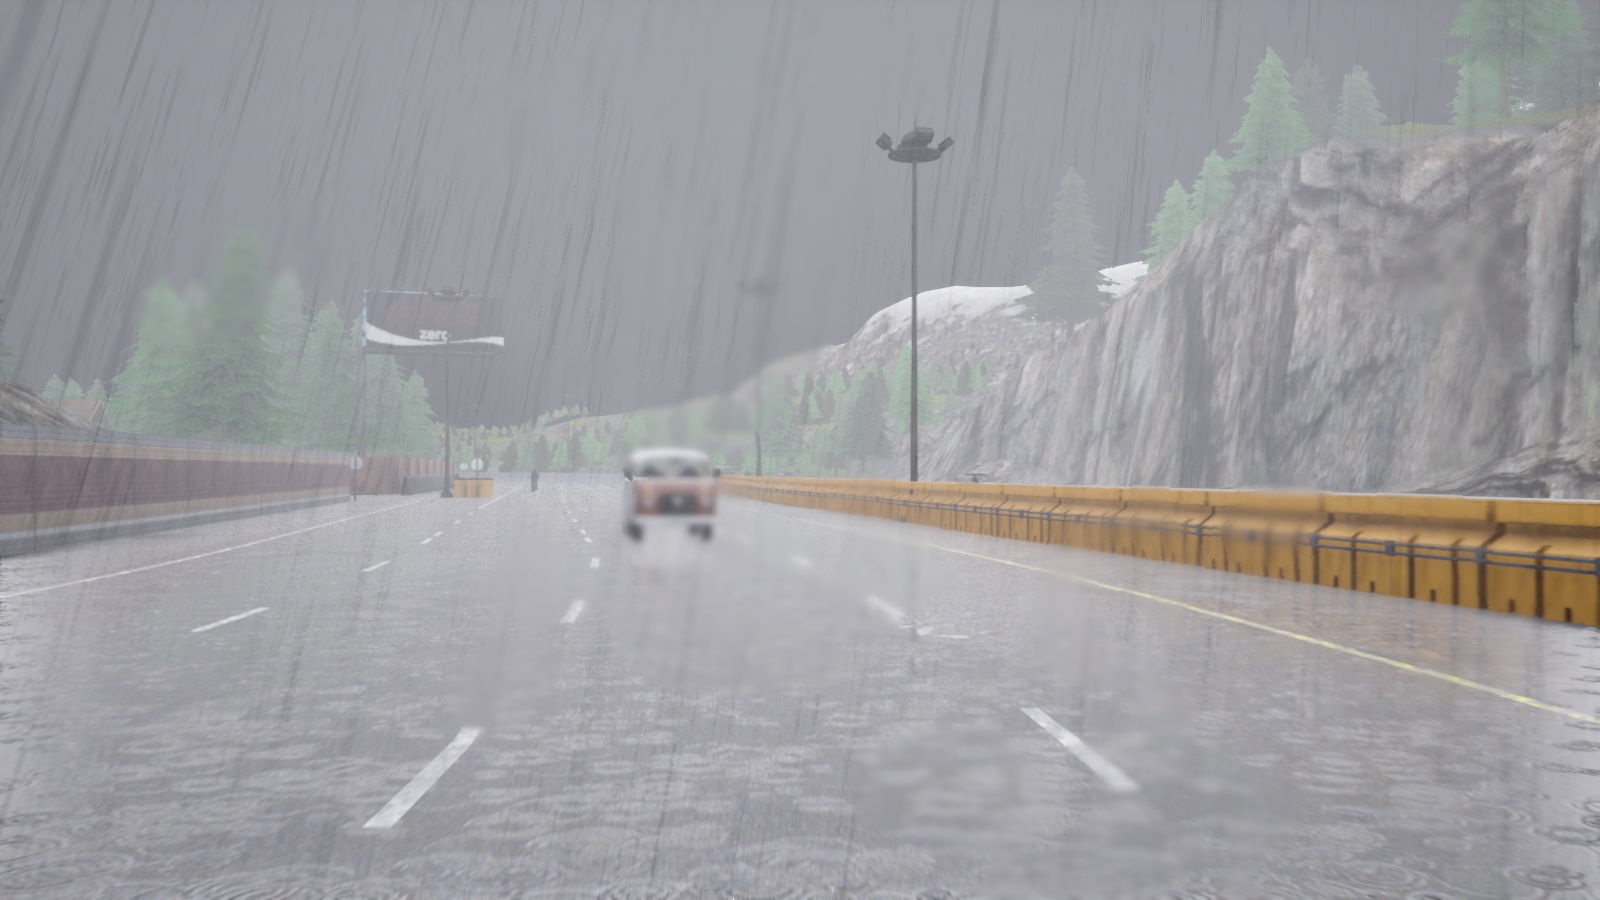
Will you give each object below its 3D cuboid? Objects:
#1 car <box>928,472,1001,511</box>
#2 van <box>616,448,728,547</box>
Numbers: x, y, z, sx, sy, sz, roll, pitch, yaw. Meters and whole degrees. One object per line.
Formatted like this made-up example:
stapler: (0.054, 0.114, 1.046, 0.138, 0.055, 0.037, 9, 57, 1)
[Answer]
car: (6.628, 1.653, 50.951, 1.845, 1.501, 3.633, 0, -1, -12)
van: (-2.972, 1.027, 28.315, 2.069, 2.038, 4.480, 0, -1, -12)
